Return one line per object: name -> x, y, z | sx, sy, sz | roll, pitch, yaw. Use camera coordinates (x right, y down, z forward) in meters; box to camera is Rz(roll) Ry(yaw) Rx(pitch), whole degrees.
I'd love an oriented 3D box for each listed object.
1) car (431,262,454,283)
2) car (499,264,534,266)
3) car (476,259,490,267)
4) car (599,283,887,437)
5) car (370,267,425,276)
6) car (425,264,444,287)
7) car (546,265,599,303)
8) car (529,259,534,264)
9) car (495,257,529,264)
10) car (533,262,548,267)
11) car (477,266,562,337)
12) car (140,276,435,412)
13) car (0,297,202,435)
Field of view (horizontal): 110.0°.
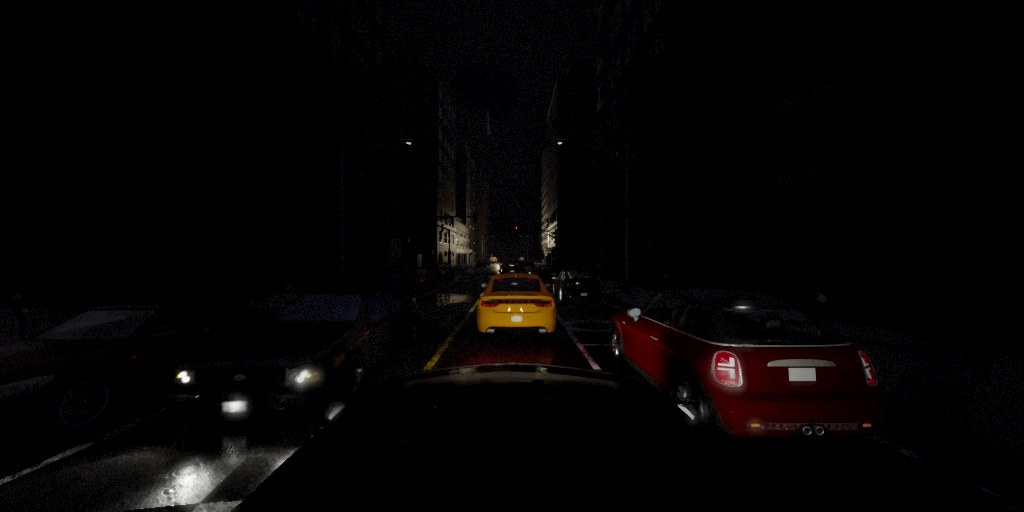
car -> -5.634, 1.192, 27.486 | 1.967, 1.591, 4.097 | 0, 0, 0
car -> 0.124, 1.315, 19.344 | 1.994, 1.385, 4.181 | 0, 0, 0
car -> -5.549, 1.374, 64.588 | 1.802, 1.307, 4.207 | 0, 0, 0
car -> 2.861, 1.190, 5.469 | 1.967, 1.591, 4.097 | 0, 0, 0
car -> -5.649, 1.316, 16.484 | 1.948, 1.339, 4.313 | 0, 0, 0
car -> -5.642, 1.333, 21.985 | 1.802, 1.307, 4.207 | 0, 0, 0
car -> 2.876, 1.301, 16.472 | 2.007, 1.370, 4.403 | 0, 0, 0
car -> 2.976, 1.232, 64.563 | 1.967, 1.591, 4.097 | 0, 0, 0
car -> 0.065, 1.105, 28.076 | 2.097, 1.767, 4.553 | 0, 0, 1
car -> 2.891, 1.318, 27.474 | 1.948, 1.339, 4.313 | 0, 0, 0
car -> 0.109, 1.228, 10.356 | 1.882, 1.535, 5.008 | 0, 0, 0
car -> -3.095, 1.297, 6.667 | 2.033, 1.411, 5.357 | 0, 0, 0
car -> -5.664, 1.332, 5.481 | 1.802, 1.307, 4.207 | 0, 0, 0
